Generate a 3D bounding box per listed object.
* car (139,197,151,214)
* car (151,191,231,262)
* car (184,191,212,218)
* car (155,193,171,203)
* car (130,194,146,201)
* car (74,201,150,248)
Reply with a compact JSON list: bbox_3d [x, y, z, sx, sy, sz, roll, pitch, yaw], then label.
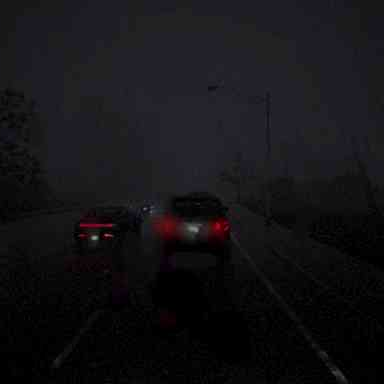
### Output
[{"bbox_3d":[-2.886,1.315,27.941,1.895,1.301,4.718,0,1,3],"label":"car"},{"bbox_3d":[0.144,1.100,11.777,2.150,2.045,5.566,0,1,2],"label":"car"},{"bbox_3d":[0.631,0.935,28.212,2.150,2.045,5.566,0,1,3],"label":"car"},{"bbox_3d":[-4.695,0.949,54.500,1.837,1.490,4.892,0,0,6],"label":"car"},{"bbox_3d":[-8.397,0.987,52.630,1.812,1.442,4.674,0,1,6],"label":"car"},{"bbox_3d":[-3.294,1.347,13.880,2.128,1.511,4.902,0,0,1],"label":"car"}]
